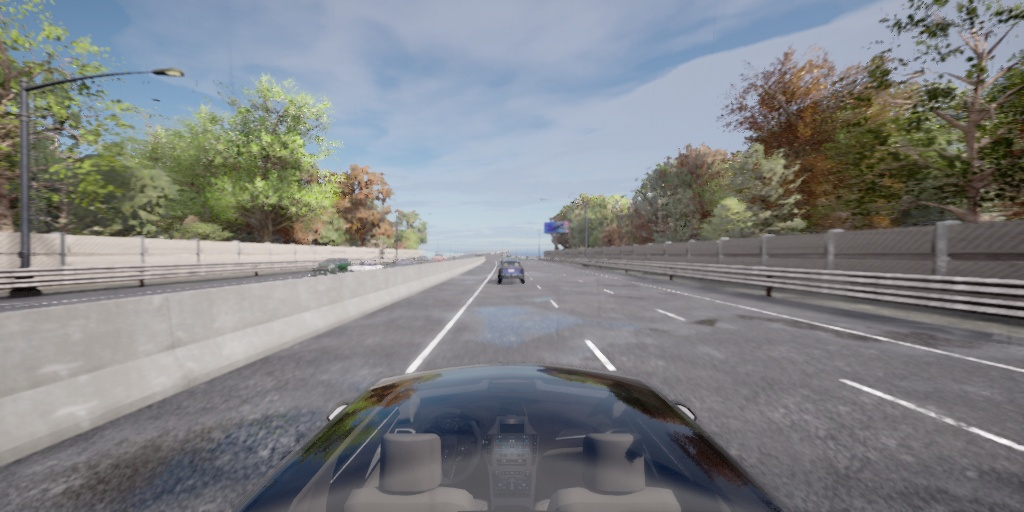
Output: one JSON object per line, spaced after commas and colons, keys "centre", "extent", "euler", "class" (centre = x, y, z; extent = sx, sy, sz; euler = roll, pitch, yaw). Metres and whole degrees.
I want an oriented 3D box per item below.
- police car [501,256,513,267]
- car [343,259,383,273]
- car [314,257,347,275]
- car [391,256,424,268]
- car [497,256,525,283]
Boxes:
{"centre": [-0.912, 0.863, 60.432], "extent": [1.930, 1.638, 5.238], "euler": [0, 0, -1], "class": "police car"}
{"centre": [-14.376, 1.194, 35.350], "extent": [1.895, 1.301, 4.718], "euler": [0, 0, -1], "class": "car"}
{"centre": [-17.888, 0.947, 36.027], "extent": [2.097, 1.767, 4.553], "euler": [0, 0, -1], "class": "car"}
{"centre": [-10.900, 1.073, 36.785], "extent": [2.128, 1.511, 4.902], "euler": [0, 0, -1], "class": "car"}
{"centre": [-0.074, 1.050, 26.745], "extent": [2.033, 1.649, 4.856], "euler": [0, 0, -1], "class": "car"}
